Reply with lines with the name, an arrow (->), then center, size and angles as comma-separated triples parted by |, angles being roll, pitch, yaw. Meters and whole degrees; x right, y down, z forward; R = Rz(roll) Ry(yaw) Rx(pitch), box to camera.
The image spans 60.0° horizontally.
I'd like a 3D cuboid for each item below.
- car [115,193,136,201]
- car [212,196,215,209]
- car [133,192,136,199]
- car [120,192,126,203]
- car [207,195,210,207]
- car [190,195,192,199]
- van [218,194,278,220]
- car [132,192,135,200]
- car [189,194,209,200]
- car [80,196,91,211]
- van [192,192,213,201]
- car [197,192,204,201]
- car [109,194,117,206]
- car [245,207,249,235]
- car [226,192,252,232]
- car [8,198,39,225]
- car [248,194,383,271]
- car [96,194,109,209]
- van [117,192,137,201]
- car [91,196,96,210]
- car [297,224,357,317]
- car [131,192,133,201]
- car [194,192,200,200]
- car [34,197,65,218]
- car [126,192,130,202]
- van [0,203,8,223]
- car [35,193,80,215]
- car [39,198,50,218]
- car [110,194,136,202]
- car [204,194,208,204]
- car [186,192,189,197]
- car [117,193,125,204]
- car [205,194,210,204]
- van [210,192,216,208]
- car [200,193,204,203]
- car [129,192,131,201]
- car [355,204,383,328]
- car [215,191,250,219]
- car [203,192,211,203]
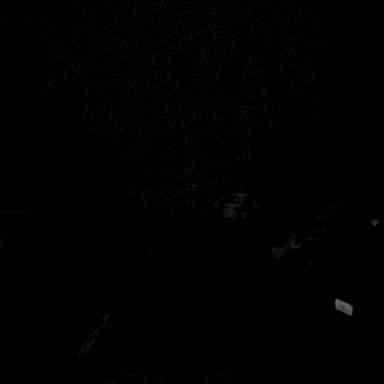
car -> -15.715, 1.135, 78.306 | 4.553, 1.767, 2.185 | -1, 1, -25
car -> 4.666, 1.409, 30.299 | 4.792, 1.488, 2.163 | 1, 0, -20
car -> -15.068, 1.272, 72.474 | 5.366, 1.575, 1.946 | -1, 0, -24
car -> -14.292, 1.197, 57.610 | 4.553, 1.767, 2.185 | -1, 0, -23
car -> 4.766, 1.357, 36.383 | 5.366, 1.575, 1.946 | 1, 0, -21
car -> 2.879, 1.215, 75.531 | 4.892, 1.521, 2.231 | 1, 0, -25
van -> 4.550, 1.162, 27.229 | 4.442, 1.987, 1.878 | 1, 0, -20
car -> -15.001, 1.327, 69.440 | 4.674, 1.452, 2.002 | -1, 1, -24
car -> 1.922, 1.207, 87.534 | 4.792, 1.488, 2.163 | 0, 0, -26
car -> -13.418, 1.389, 33.984 | 5.366, 1.575, 1.946 | -1, 0, -20
van -> 2.515, 0.977, 78.488 | 4.442, 1.987, 1.878 | 1, 0, -25
car -> 4.041, 1.280, 57.441 | 5.008, 1.535, 2.097 | 1, 0, -23
car -> -13.917, 1.379, 48.725 | 4.792, 1.488, 2.163 | -1, 0, -22
car -> 4.689, 1.469, 12.233 | 4.792, 1.488, 2.163 | 1, 0, -20
car -> 4.731, 1.179, 15.265 | 5.566, 2.045, 2.435 | 1, 0, -20
car -> -13.343, 1.428, 22.083 | 5.366, 1.575, 1.946 | -1, 0, -20
car -> 4.707, 1.199, 9.224 | 5.566, 2.045, 2.435 | 1, 0, -20
car -> -13.717, 1.367, 42.817 | 5.008, 1.535, 2.097 | -1, 0, -21
van -> -15.926, 1.025, 81.292 | 4.442, 1.987, 1.878 | -1, 0, -25
car -> -13.617, 1.387, 36.884 | 4.892, 1.521, 2.231 | -1, 0, -21
car -> 4.713, 1.490, 6.221 | 4.792, 1.488, 2.163 | 1, 0, -20
car -> -14.787, 1.336, 66.487 | 4.674, 1.452, 2.002 | -1, 1, -24
car -> 3.865, 1.017, 60.443 | 5.566, 2.045, 2.435 | 1, 0, -23
car -> -13.521, 1.443, 27.982 | 4.792, 1.488, 2.163 | -1, 0, -20
car -> -14.589, 1.313, 60.500 | 5.366, 1.575, 1.946 | -1, 1, -23
van -> -13.399, 1.215, 19.083 | 4.442, 1.987, 1.878 | -1, 0, -20
car -> -13.594, 1.154, 30.929 | 5.566, 2.045, 2.435 | -1, 0, -20
car -> -13.558, 1.454, 24.979 | 4.792, 1.488, 2.163 | -1, 1, -20
car -> -15.649, 1.270, 75.266 | 5.366, 1.575, 1.946 | -1, 1, -25
car -> 4.499, 1.337, 42.343 | 4.892, 1.521, 2.231 | 1, 0, -21
car -> 1.881, 1.177, 84.473 | 5.366, 1.575, 1.946 | 1, 0, -26
car -> -14.111, 1.331, 54.660 | 5.008, 1.535, 2.097 | -1, 1, -22
car -> 4.568, 1.347, 39.325 | 5.008, 1.535, 2.097 | 1, 1, -21
van -> 4.515, 1.141, 33.253 | 4.442, 1.987, 1.878 | 1, 0, -21
car -> 4.272, 1.302, 51.407 | 5.008, 1.535, 2.097 | 1, 0, -22
car -> -14.569, 1.179, 63.542 | 4.553, 1.767, 2.185 | -1, 1, -23
car -> 4.727, 1.219, 3.210 | 5.566, 2.045, 2.435 | 1, 0, -20
car -> 4.707, 1.159, 21.274 | 5.566, 2.045, 2.435 | 1, 0, -20
car -> 4.426, 1.199, 45.362 | 4.553, 1.767, 2.185 | 1, 0, -22
